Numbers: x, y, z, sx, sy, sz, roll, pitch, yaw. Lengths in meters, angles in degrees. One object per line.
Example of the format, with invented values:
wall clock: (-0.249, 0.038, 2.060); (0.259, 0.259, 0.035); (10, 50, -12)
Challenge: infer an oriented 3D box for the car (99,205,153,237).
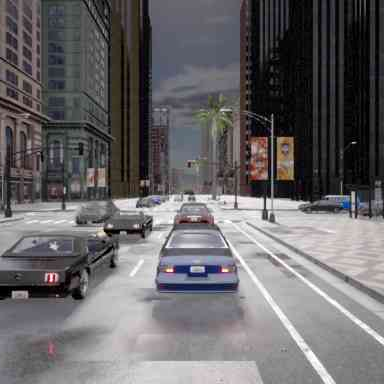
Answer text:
car: (-3.159, 1.601, 17.503); (1.895, 1.301, 4.718); (0, 0, 0)

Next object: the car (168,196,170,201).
car: (-6.522, 1.545, 83.164); (1.994, 1.385, 4.181); (0, 0, 0)

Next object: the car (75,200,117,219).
car: (-6.606, 1.352, 23.613); (2.097, 1.767, 4.553); (0, 0, 0)

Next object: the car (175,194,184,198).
car: (-3.271, 1.522, 80.402); (1.812, 1.442, 4.674); (0, 0, 0)

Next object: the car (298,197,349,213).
car: (13.729, 1.509, 35.471); (4.674, 1.442, 1.812); (0, 0, 2)

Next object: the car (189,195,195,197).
car: (-0.021, 1.529, 81.255); (1.812, 1.442, 4.674); (0, 0, 0)

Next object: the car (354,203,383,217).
car: (17.064, 1.549, 29.613); (4.403, 1.369, 2.008); (0, 0, 0)

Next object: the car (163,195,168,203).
car: (-6.518, 1.529, 69.123); (1.812, 1.442, 4.674); (0, 0, 0)

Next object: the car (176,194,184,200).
car: (-3.273, 1.316, 90.405); (1.882, 1.535, 5.008); (0, 0, 0)

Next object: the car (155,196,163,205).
car: (-6.593, 1.480, 57.920); (1.882, 1.535, 5.008); (0, 0, 0)

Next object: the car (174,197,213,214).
car: (0.116, 1.352, 18.406); (2.097, 1.767, 4.553); (0, 0, 0)

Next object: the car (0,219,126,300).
car: (-3.151, 1.600, 8.335); (1.895, 1.301, 4.718); (0, 0, 0)

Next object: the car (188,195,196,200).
car: (-0.024, 1.546, 91.476); (2.033, 1.411, 5.357); (0, 0, 0)

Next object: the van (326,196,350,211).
van: (17.057, 1.315, 38.137); (3.998, 1.788, 1.690); (0, 0, 0)

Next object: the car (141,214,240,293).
car: (0.100, 1.547, 8.963); (2.033, 1.411, 5.357); (0, 0, 0)

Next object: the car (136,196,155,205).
car: (-6.608, 1.506, 46.023); (1.837, 1.490, 4.892); (0, 0, 0)
